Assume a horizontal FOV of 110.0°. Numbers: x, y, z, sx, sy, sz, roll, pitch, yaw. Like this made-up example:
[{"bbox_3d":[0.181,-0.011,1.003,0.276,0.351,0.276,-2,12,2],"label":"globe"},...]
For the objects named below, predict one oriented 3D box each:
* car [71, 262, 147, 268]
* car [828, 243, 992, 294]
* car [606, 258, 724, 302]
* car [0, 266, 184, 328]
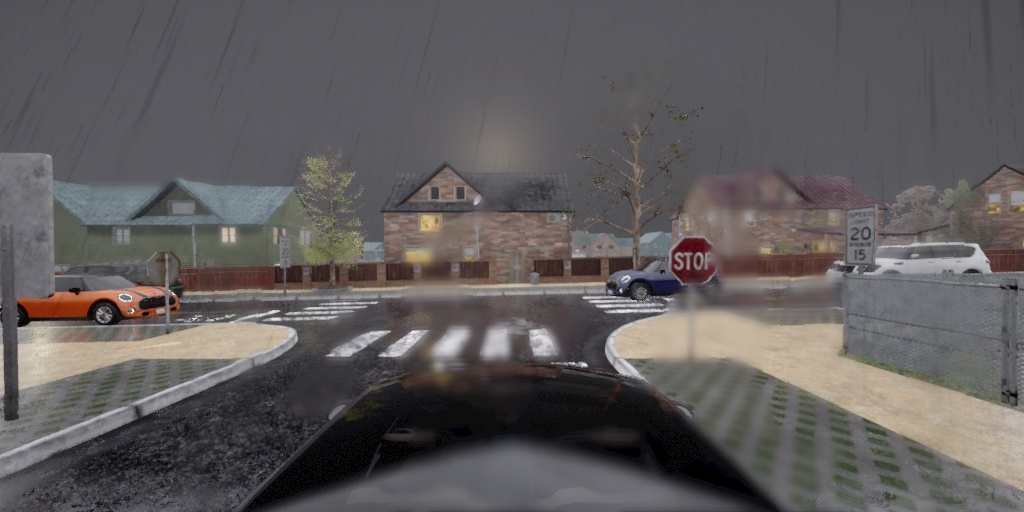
[{"bbox_3d":[-17.777,1.315,15.702,5.566,2.045,2.150,-1,1,-1],"label":"car"},{"bbox_3d":[17.232,0.490,15.682,5.566,2.045,2.150,-1,1,0],"label":"car"},{"bbox_3d":[6.386,0.880,15.343,4.553,1.767,2.097,-1,1,-4],"label":"car"},{"bbox_3d":[-14.690,1.419,12.679,4.553,1.767,2.097,-1,1,0],"label":"car"}]
